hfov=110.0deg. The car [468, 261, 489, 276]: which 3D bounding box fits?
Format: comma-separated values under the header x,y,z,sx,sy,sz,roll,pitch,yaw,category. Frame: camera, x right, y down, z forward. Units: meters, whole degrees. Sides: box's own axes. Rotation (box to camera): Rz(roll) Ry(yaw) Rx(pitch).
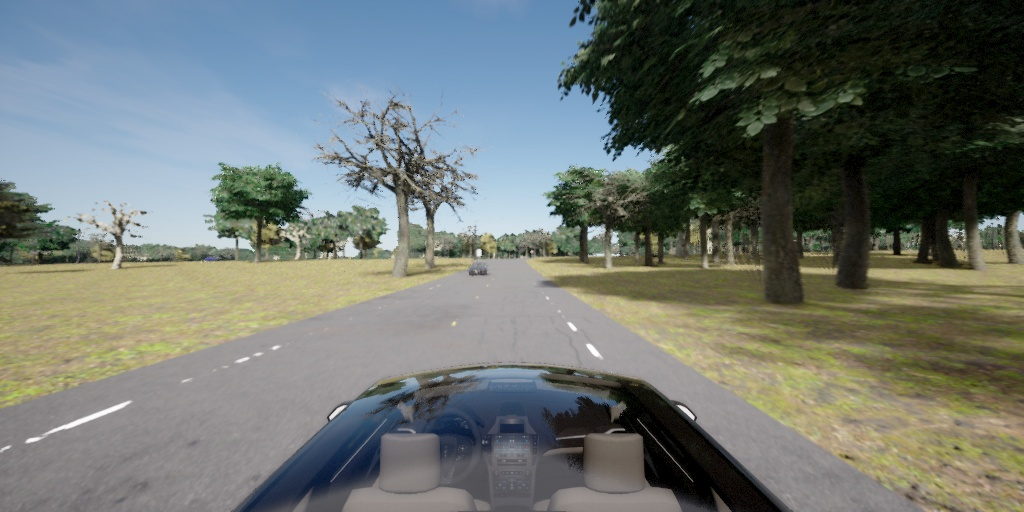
x,y,z,sx,sy,sz,roll,pitch,yaw,category
-3.585,1.361,38.826,1.837,1.490,4.892,0,0,0,car
